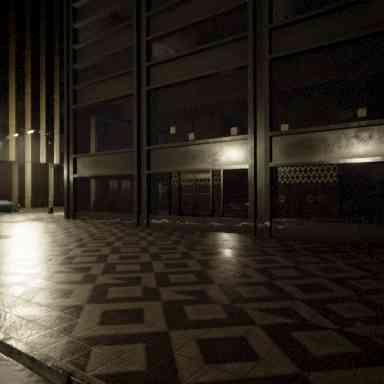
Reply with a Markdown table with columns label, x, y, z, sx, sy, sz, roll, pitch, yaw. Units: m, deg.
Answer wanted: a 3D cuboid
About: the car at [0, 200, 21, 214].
| label | x | y | z | sx | sy | sz | roll | pitch | yaw |
| --- | --- | --- | --- | --- | --- | --- | --- | --- | --- |
| car | -18.541 | 1.446 | 31.396 | 1.994 | 1.385 | 4.181 | 0 | 0 | 35 |
